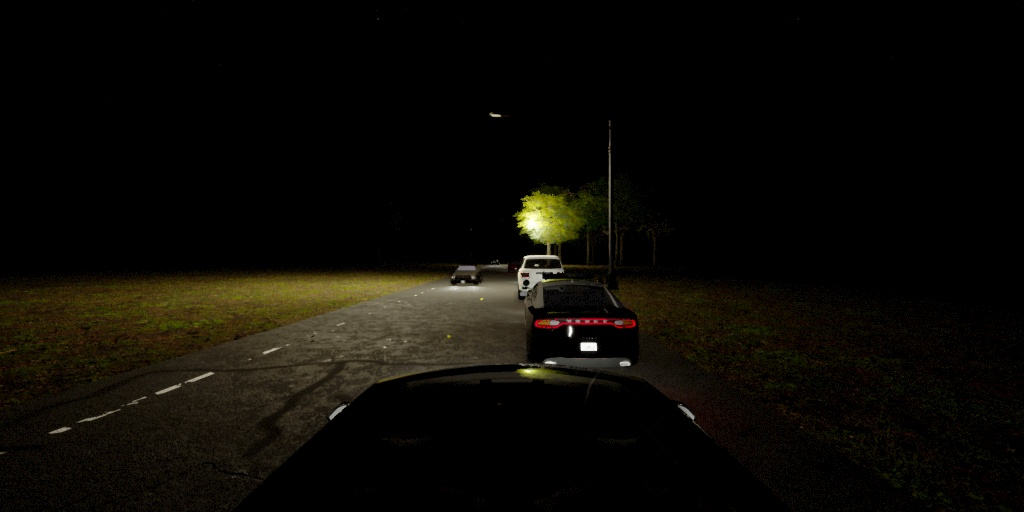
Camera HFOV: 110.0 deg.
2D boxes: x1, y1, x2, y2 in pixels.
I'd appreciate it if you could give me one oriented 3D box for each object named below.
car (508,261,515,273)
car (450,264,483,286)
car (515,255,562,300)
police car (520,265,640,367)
[{"bbox_3d":[0.462,1.342,45.724,1.812,1.442,4.674,0,0,0],"label":"car"},{"bbox_3d":[-3.189,1.324,26.132,2.033,1.411,5.357,0,0,0],"label":"car"},{"bbox_3d":[1.382,0.988,17.970,2.150,2.045,5.566,0,0,1],"label":"car"},{"bbox_3d":[1.216,1.175,8.025,1.930,1.638,5.238,0,0,1],"label":"police car"}]
